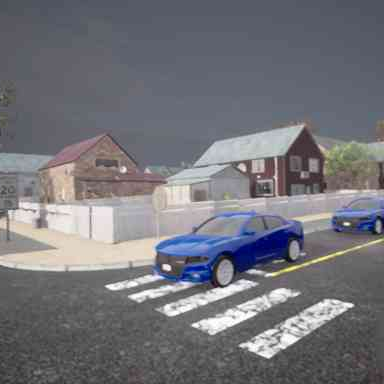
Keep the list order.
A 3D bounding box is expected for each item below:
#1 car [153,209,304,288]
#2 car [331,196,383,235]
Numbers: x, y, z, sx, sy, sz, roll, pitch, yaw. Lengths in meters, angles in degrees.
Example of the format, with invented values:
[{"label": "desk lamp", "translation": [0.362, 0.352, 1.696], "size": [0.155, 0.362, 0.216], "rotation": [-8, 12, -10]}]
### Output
[{"label": "car", "translation": [1.204, 1.298, 9.046], "size": [5.008, 1.535, 1.882], "rotation": [-3, 1, -45]}, {"label": "car", "translation": [8.413, 1.000, 15.633], "size": [5.008, 1.535, 1.882], "rotation": [-2, 0, -40]}]
